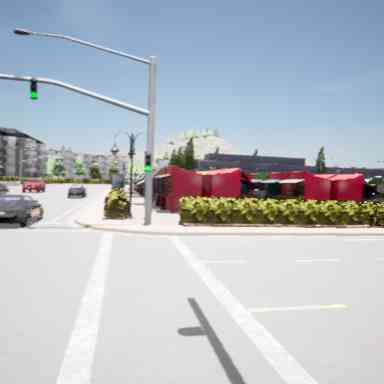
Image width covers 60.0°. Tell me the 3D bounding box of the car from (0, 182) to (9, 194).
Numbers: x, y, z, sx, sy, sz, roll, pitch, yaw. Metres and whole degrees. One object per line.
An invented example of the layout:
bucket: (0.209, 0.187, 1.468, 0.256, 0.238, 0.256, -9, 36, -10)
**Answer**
car: (-24.793, -0.532, 41.381, 2.033, 1.411, 5.357, 2, 2, -12)

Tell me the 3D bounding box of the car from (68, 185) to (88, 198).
car: (-13.466, -0.114, 39.365, 2.128, 1.511, 4.902, 2, 2, -12)

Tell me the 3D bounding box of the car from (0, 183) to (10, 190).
car: (-19.333, -0.118, 32.395, 1.837, 1.490, 4.892, 2, 2, -12)

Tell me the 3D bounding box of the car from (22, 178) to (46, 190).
car: (-22.466, -0.944, 47.491, 2.150, 2.045, 5.566, 2, 1, -12)

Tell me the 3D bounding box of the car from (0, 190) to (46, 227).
car: (-8.566, 0.803, 16.120, 1.994, 1.385, 4.181, 2, 2, -12)
